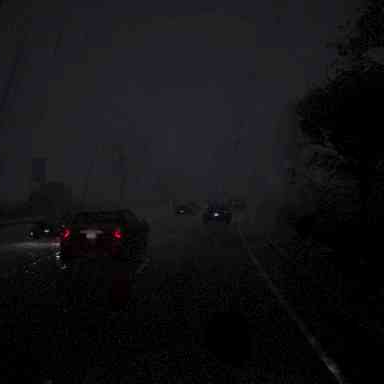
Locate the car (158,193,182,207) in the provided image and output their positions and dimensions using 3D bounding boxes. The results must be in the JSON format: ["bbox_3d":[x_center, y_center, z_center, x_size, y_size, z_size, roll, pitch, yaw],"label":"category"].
[{"bbox_3d":[-3.142,1.194,50.211,2.150,2.045,5.566,0,0,18],"label":"car"}]

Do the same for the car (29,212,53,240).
[{"bbox_3d":[-6.271,1.551,16.773,1.994,1.385,4.181,0,0,6],"label":"car"}]

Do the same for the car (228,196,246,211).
[{"bbox_3d":[5.527,1.356,41.698,2.097,1.767,4.553,0,0,15],"label":"car"}]

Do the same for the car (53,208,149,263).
[{"bbox_3d":[-2.929,1.345,12.190,2.097,1.767,4.553,0,0,3],"label":"car"}]

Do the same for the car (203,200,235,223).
[{"bbox_3d":[2.007,1.563,25.328,1.994,1.385,4.181,0,0,8],"label":"car"}]

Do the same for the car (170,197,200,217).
[{"bbox_3d":[-0.433,1.517,31.782,1.812,1.442,4.674,0,0,11],"label":"car"}]

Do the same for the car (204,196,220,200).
[{"bbox_3d":[3.474,1.464,58.325,1.882,1.535,5.008,0,0,22],"label":"car"}]
